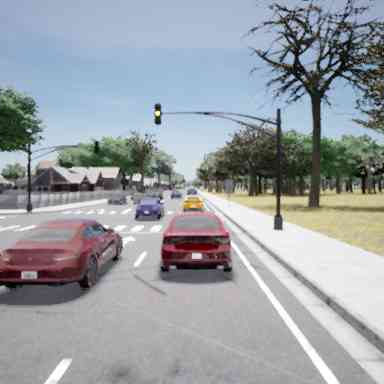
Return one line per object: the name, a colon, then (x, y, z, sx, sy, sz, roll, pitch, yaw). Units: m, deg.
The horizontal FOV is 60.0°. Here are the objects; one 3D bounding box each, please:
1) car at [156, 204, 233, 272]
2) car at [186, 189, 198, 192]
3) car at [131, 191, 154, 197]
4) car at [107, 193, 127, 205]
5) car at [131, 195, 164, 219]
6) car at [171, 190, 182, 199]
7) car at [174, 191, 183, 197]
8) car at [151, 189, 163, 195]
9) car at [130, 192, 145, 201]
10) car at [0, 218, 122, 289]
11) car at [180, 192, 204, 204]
car: (0.103, 1.343, 10.357, 1.882, 1.535, 5.008, 0, 1, 0)
car: (0.032, 0.332, 67.679, 2.150, 2.045, 5.566, 0, 1, 0)
car: (-6.566, 0.935, 43.960, 1.837, 1.490, 4.892, 0, 1, 0)
car: (-9.816, 0.935, 43.947, 1.837, 1.490, 4.892, 0, 1, 0)
car: (-3.140, 1.202, 25.263, 1.812, 1.442, 4.674, 0, 1, 0)
car: (-3.217, 0.457, 68.039, 2.097, 1.767, 4.553, 0, 1, 0)
car: (-3.213, 0.396, 78.102, 1.895, 1.301, 4.718, 0, 1, 0)
car: (-6.510, 0.426, 60.629, 2.150, 2.045, 5.566, 0, 1, 1)
car: (-9.765, 0.740, 59.995, 1.812, 1.442, 4.674, 0, 1, 1)
car: (-3.146, 1.412, 8.729, 1.812, 1.442, 4.674, 0, 1, 0)
car: (0.118, 1.052, 32.870, 1.882, 1.535, 5.008, 0, 1, 0)
